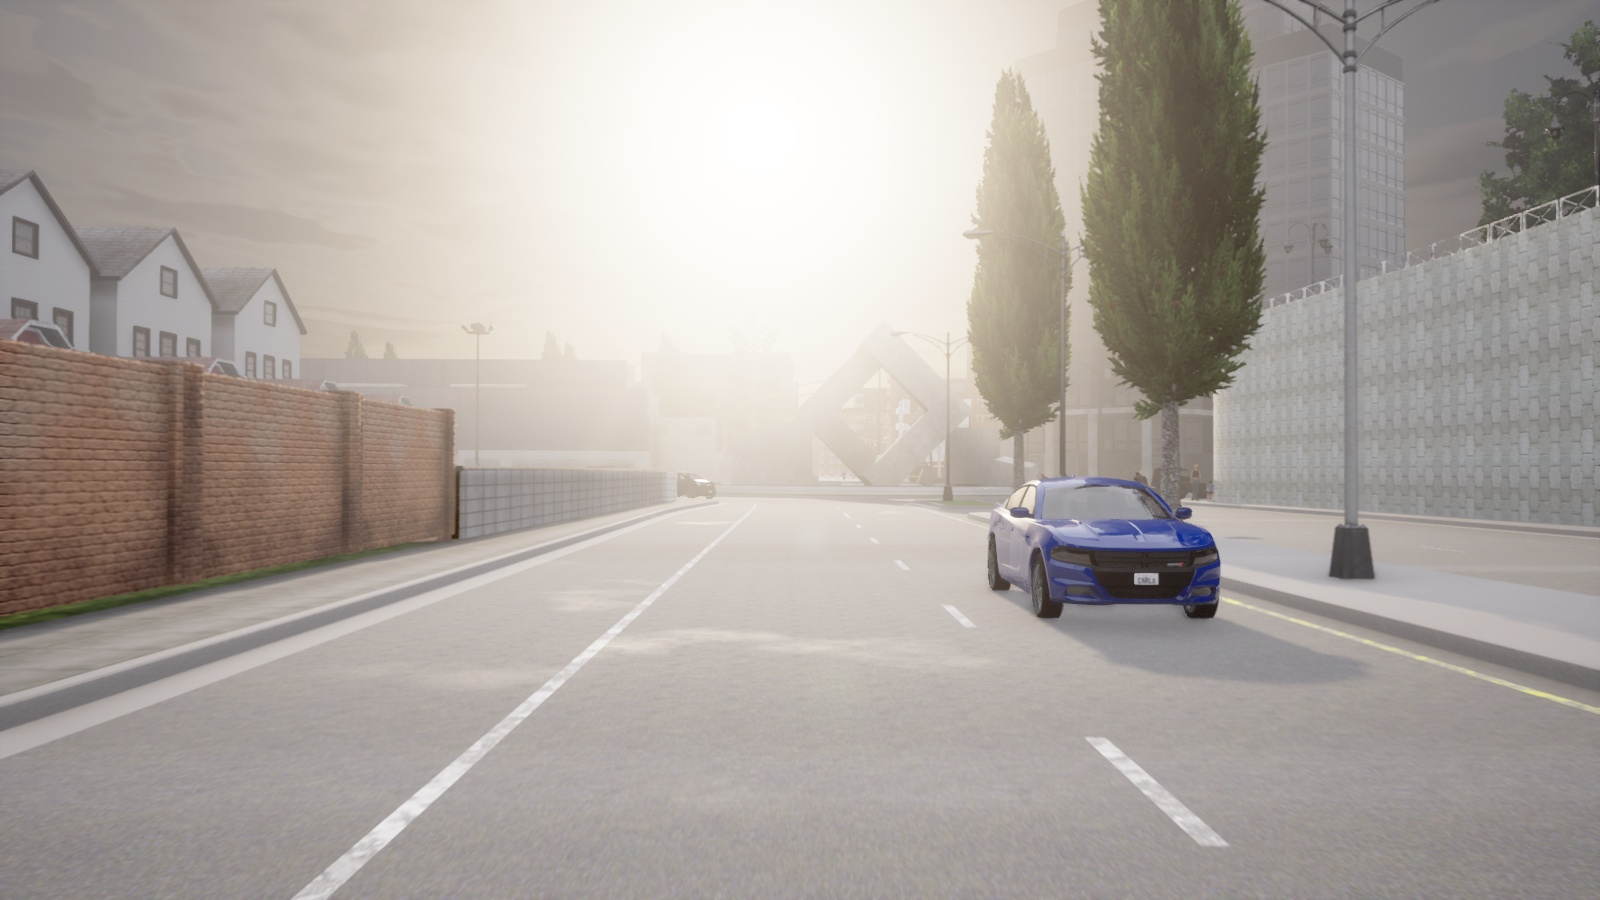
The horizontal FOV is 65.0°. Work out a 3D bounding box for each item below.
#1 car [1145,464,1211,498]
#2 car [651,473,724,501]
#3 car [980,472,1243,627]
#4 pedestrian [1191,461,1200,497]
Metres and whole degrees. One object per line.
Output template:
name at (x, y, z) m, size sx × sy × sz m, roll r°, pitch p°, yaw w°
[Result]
car at (21.478, 1.718, 71.320) m, size 3.866 × 1.878 × 1.905 m, roll 1°, pitch -1°, yaw -44°
car at (-6.147, 1.999, 68.454) m, size 3.633 × 1.501 × 1.845 m, roll -1°, pitch -1°, yaw 38°
car at (3.463, 1.030, 15.033) m, size 1.882 × 1.535 × 5.008 m, roll 0°, pitch -1°, yaw 0°
pedestrian at (19.977, 1.452, 63.455) m, size 0.345 × 1.836 × 0.594 m, roll -1°, pitch -1°, yaw 26°
